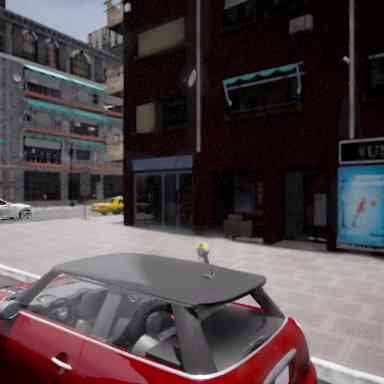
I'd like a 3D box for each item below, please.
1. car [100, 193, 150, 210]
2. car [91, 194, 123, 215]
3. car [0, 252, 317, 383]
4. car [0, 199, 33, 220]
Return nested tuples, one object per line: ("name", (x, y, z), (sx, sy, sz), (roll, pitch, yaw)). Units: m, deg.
("car", (-6.494, 0.903, 33.004), (1.837, 1.490, 4.892), (0, 1, 36))
("car", (-5.219, 0.969, 24.941), (1.752, 1.417, 4.829), (1, 1, 36))
("car", (-0.912, 1.395, 3.596), (4.097, 1.590, 1.967), (1, 0, 35))
("car", (-12.095, 1.045, 20.130), (1.812, 1.442, 4.674), (0, 0, 36))
